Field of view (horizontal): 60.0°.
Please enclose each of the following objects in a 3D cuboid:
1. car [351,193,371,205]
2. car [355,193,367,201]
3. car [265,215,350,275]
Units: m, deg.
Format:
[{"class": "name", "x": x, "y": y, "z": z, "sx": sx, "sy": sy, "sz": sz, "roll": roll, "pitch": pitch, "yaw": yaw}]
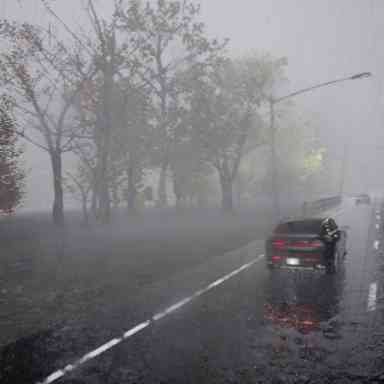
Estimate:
[{"class": "car", "x": 24.243, "y": 1.066, "z": 47.130, "sx": 2.128, "sy": 1.511, "sz": 4.902, "roll": -3, "pitch": -1, "yaw": 28}, {"class": "car", "x": 32.713, "y": 0.962, "z": 64.394, "sx": 1.812, "sy": 1.442, "sz": 4.674, "roll": -2, "pitch": -1, "yaw": 24}, {"class": "car", "x": 3.718, "y": 1.475, "z": 10.490, "sx": 1.837, "sy": 1.490, "sz": 4.892, "roll": -3, "pitch": -1, "yaw": 29}]
